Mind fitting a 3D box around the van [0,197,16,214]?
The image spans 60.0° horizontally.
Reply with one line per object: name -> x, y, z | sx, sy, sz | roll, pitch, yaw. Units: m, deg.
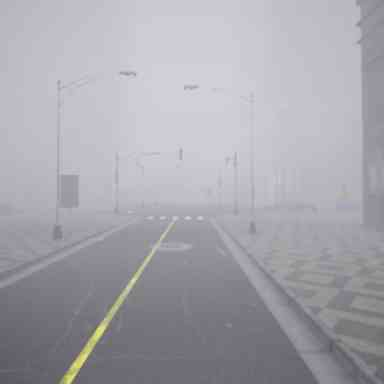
van -> -20.752, 1.455, 34.848 | 3.998, 1.788, 1.690 | 0, -1, 0

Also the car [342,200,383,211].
car -> 22.385, 1.696, 43.536 | 4.507, 1.381, 1.887 | 0, -1, 0

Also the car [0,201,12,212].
car -> -26.288, 1.858, 43.379 | 4.507, 1.381, 1.887 | 0, -1, 0

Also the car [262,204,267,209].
car -> 11.635, 1.709, 43.504 | 4.829, 1.417, 1.752 | 0, -1, 0

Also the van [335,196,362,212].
van -> 17.232, 1.330, 34.998 | 3.998, 1.788, 1.690 | 0, -1, 0

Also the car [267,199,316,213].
car -> 11.548, 1.556, 37.739 | 4.902, 1.511, 2.128 | 0, -1, 0
